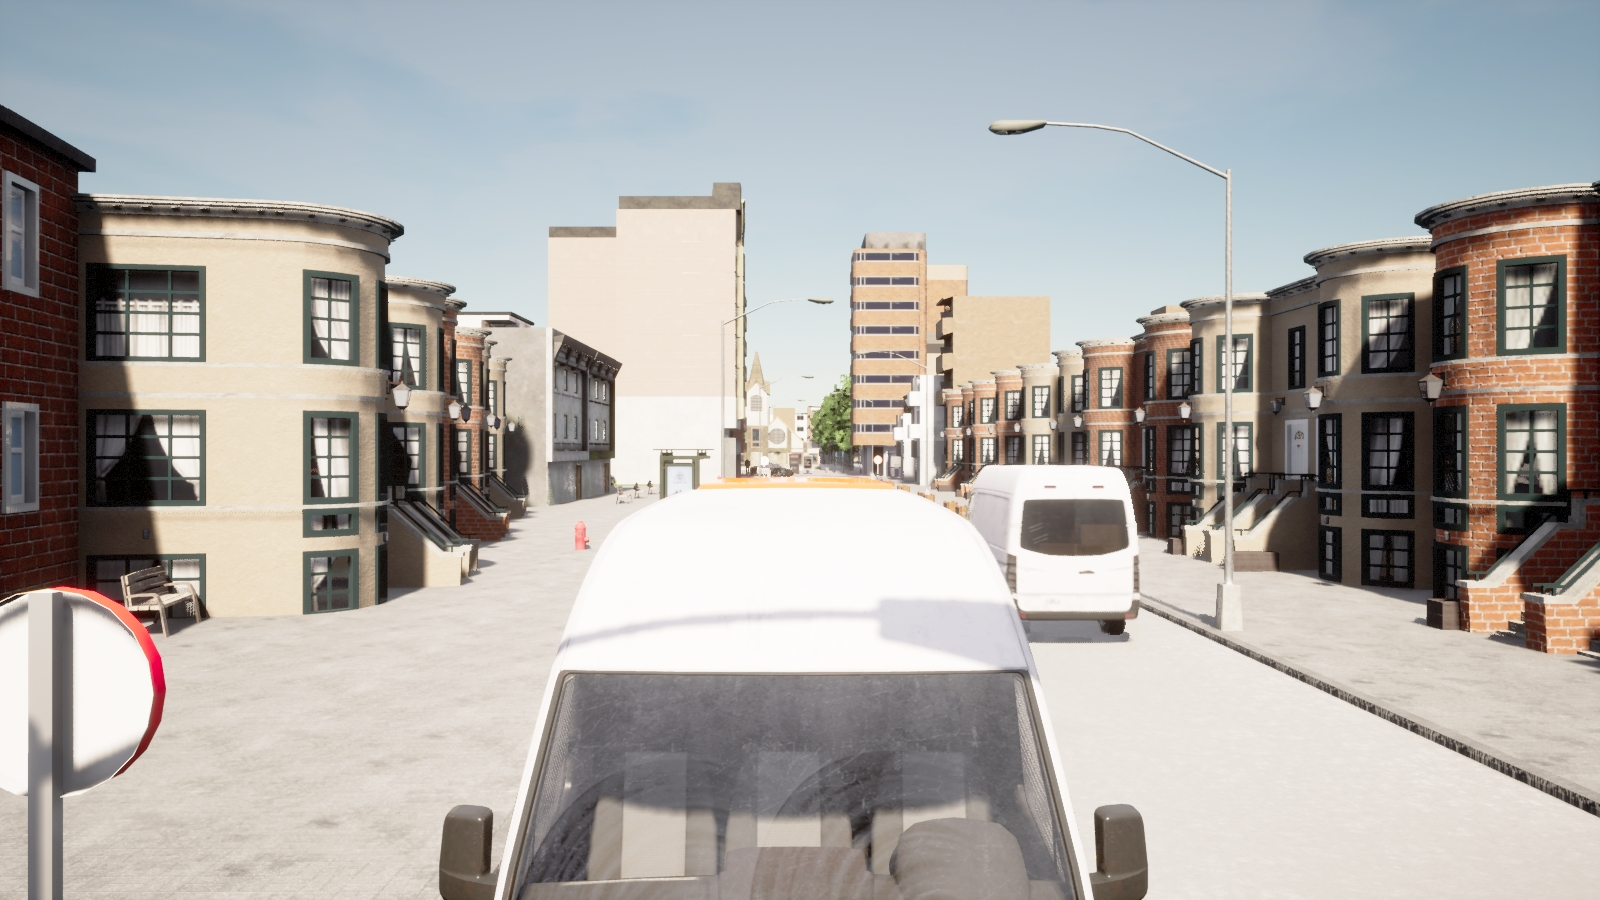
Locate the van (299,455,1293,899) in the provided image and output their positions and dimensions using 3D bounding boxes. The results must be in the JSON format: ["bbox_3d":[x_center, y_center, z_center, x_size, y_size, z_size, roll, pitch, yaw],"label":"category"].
[{"bbox_3d":[-0.019,1.314,5.243,1.988,2.561,5.915,0,0,0],"label":"van"}]

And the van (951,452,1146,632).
[{"bbox_3d":[3.938,1.315,19.249,1.988,2.561,5.915,0,0,0],"label":"van"}]
